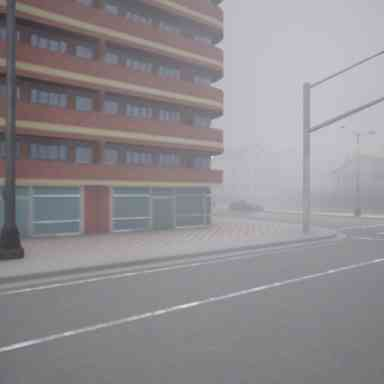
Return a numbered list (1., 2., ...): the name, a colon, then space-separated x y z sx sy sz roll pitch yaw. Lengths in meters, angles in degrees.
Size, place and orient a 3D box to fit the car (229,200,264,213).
1. car: 6.217 1.633 38.427 1.812 1.442 4.674 0 0 -35
